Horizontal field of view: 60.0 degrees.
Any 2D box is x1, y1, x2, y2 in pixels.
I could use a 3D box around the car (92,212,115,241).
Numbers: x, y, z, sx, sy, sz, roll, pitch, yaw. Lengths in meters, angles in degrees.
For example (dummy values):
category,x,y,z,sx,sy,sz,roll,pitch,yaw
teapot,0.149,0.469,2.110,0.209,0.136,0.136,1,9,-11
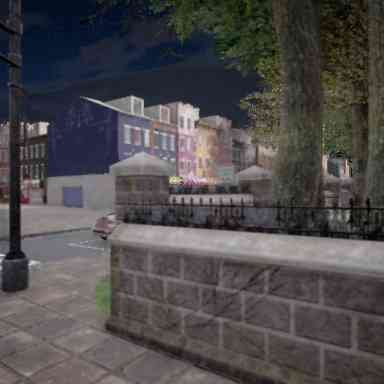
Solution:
category,x,y,z,sx,sy,sz,roll,pitch,yaw
car,-2.271,1.322,14.139,1.802,1.307,4.206,1,1,36
